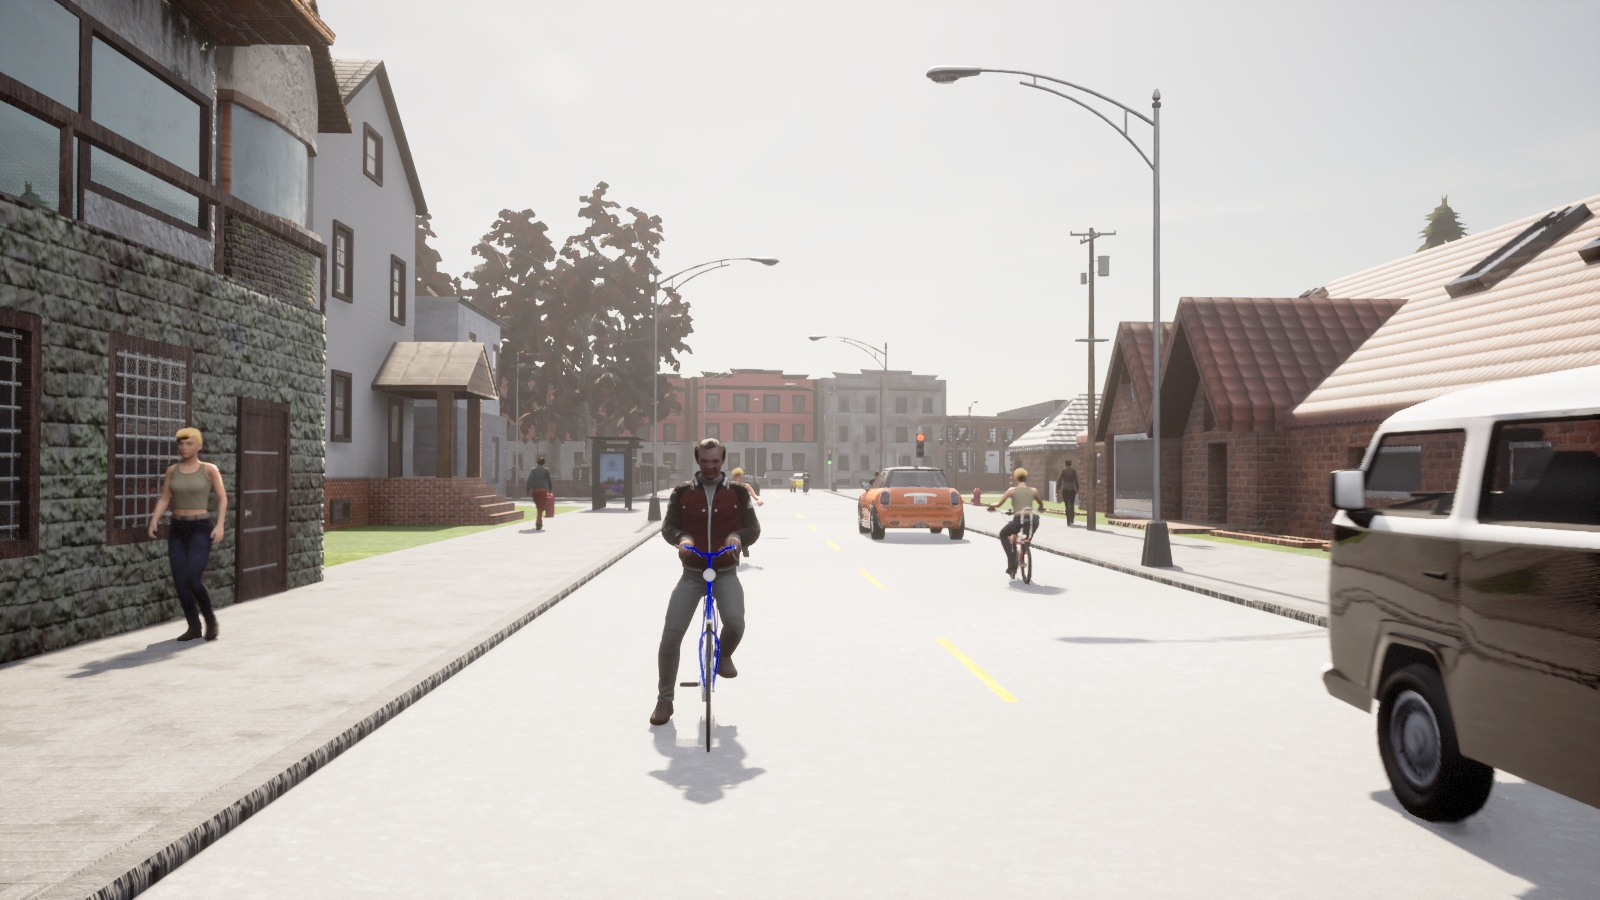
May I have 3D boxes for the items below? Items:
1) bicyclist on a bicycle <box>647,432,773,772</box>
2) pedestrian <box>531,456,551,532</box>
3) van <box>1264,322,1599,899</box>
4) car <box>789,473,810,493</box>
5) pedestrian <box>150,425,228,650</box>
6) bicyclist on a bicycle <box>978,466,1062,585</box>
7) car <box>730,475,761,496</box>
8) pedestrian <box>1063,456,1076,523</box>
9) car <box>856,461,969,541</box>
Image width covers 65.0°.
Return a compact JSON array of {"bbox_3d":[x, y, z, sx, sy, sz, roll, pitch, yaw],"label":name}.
[{"bbox_3d":[-0.536,0.813,7.520,0.659,1.776,1.843,0,-1,-4],"label":"bicyclist on a bicycle"},{"bbox_3d":[-6.339,1.064,30.734,0.353,1.847,0.614,0,-1,1],"label":"pedestrian"},{"bbox_3d":[3.652,0.601,4.617,2.069,2.038,4.480,0,-1,-2],"label":"van"},{"bbox_3d":[-0.027,2.425,92.907,1.481,1.376,2.207,0,0,-1],"label":"car"},{"bbox_3d":[-5.133,0.722,10.572,0.345,1.836,0.594,0,-1,2],"label":"pedestrian"},{"bbox_3d":[3.109,1.038,17.867,0.866,1.612,1.509,0,-1,-2],"label":"bicyclist on a bicycle"},{"bbox_3d":[-3.554,2.286,80.992,1.895,1.301,4.718,0,-1,-4],"label":"car"},{"bbox_3d":[7.347,1.069,34.271,0.328,1.805,0.869,0,-1,12],"label":"pedestrian"},{"bbox_3d":[2.603,1.169,30.248,2.097,1.767,4.553,0,-1,-3],"label":"car"}]
